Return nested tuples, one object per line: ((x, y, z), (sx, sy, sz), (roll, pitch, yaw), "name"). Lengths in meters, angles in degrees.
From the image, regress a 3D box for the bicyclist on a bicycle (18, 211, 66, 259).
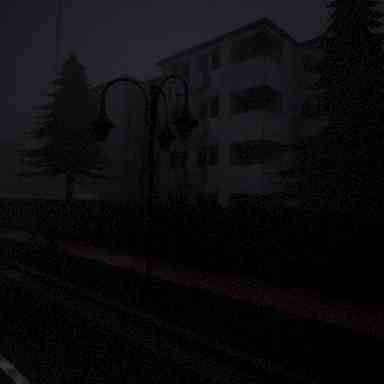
((-5.141, 1.474, 11.505), (0.582, 1.620, 1.656), (0, -2, 44), "bicyclist on a bicycle")
